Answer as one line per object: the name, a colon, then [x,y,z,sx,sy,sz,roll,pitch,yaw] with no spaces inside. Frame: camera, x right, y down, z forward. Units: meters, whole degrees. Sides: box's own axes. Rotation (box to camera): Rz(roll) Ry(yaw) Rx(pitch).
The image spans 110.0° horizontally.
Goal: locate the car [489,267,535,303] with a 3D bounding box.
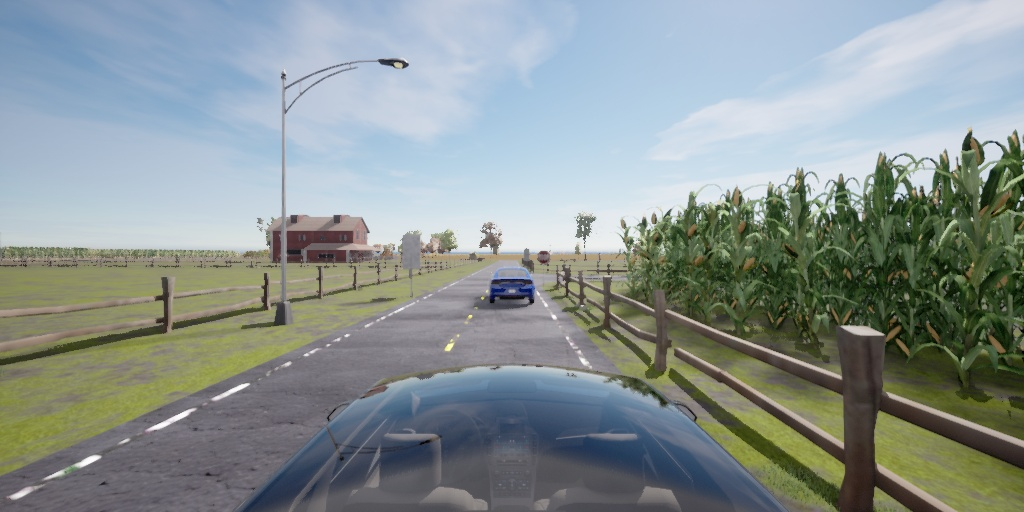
car: [0.000,1.226,16.502,1.882,1.535,5.008,0,0,0]
